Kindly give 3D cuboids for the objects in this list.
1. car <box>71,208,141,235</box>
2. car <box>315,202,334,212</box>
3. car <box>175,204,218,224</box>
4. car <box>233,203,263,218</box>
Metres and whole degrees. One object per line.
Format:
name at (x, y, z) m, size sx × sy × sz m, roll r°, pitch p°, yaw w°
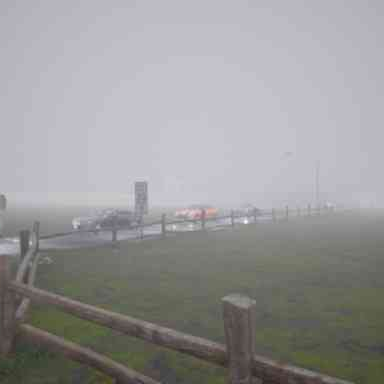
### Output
car at (-5.354, 1.800, 21.330) m, size 2.128 × 1.511 × 4.902 m, roll -1°, pitch -1°, yaw 36°
car at (21.899, 2.412, 54.808) m, size 2.097 × 1.767 × 4.553 m, roll -1°, pitch -1°, yaw 37°
car at (0.454, 1.841, 29.536) m, size 2.097 × 1.767 × 4.553 m, roll -1°, pitch -1°, yaw 35°
car at (6.317, 2.024, 37.822) m, size 2.097 × 1.767 × 4.553 m, roll -1°, pitch -1°, yaw 35°
